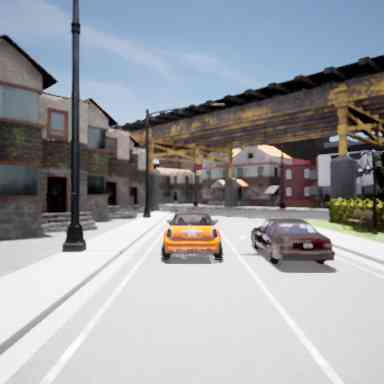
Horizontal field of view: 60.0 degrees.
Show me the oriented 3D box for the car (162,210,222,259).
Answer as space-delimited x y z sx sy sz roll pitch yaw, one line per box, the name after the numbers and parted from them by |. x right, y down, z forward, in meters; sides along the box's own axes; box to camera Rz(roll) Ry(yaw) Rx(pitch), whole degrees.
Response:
0.015 1.505 13.399 2.097 1.767 4.553 0 -1 0 | car

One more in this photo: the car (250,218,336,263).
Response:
3.504 1.692 12.515 2.033 1.411 5.357 0 -1 0 | car
